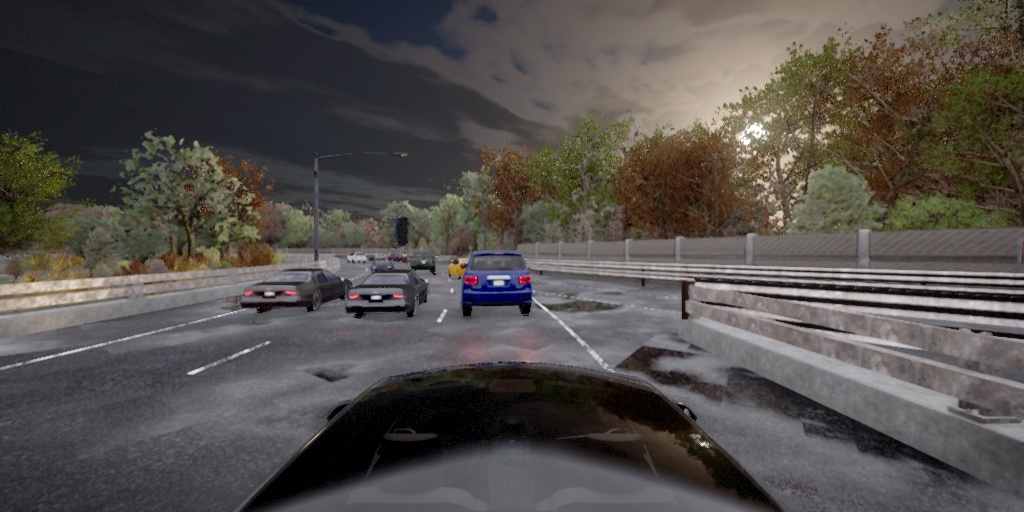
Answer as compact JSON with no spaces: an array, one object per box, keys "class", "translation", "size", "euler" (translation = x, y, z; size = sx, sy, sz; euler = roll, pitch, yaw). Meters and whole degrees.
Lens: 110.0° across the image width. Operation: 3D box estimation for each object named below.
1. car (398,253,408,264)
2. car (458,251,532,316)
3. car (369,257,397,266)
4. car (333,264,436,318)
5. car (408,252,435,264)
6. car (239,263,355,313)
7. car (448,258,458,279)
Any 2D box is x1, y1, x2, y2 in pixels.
[{"class":"car","translation":[-17.619,0.664,61.768],"size":[1.994,1.385,4.181],"euler":[0,1,-32]},{"class":"car","translation":[-0.657,0.844,12.848],"size":[2.150,2.045,5.566],"euler":[0,0,-6]},{"class":"car","translation":[-11.957,1.012,33.226],"size":[1.895,1.301,4.718],"euler":[0,1,-17]},{"class":"car","translation":[-4.074,1.181,12.501],"size":[2.033,1.411,5.357],"euler":[0,1,-6]},{"class":"car","translation":[-8.410,0.626,33.589],"size":[2.150,2.045,5.566],"euler":[0,1,-16]},{"class":"car","translation":[-7.690,1.173,13.411],"size":[2.033,1.411,5.357],"euler":[0,1,-7]},{"class":"car","translation":[-3.646,0.943,27.845],"size":[1.882,1.535,5.008],"euler":[0,1,-22]}]
